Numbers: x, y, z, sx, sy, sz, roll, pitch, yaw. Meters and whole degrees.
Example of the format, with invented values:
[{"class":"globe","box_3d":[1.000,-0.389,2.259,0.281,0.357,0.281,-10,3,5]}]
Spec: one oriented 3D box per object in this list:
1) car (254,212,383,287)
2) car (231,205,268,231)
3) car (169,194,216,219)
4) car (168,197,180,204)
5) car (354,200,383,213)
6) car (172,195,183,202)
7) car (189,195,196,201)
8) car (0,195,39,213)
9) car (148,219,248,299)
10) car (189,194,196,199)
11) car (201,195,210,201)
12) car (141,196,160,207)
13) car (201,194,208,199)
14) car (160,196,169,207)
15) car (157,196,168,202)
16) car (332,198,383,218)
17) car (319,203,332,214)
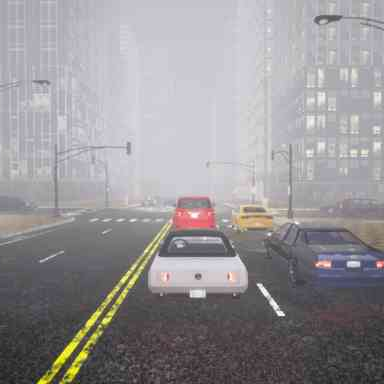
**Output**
[{"class":"car","box_3d":[3.365,1.543,9.411,2.033,1.411,5.357,0,0,0]},{"class":"car","box_3d":[3.373,1.467,19.230,1.882,1.535,5.008,0,0,1]},{"class":"car","box_3d":[0.118,1.211,18.143,2.150,2.045,5.566,0,0,0]},{"class":"car","box_3d":[-3.255,1.551,61.647,1.895,1.301,4.718,0,0,0]},{"class":"car","box_3d":[21.849,1.640,39.098,4.829,1.417,1.752,1,0,1]},{"class":"car","box_3d":[-3.178,1.460,73.173,2.128,1.511,4.902,0,0,0]},{"class":"car","box_3d":[0.082,1.438,82.038,1.812,1.442,4.674,0,0,0]},{"class":"car","box_3d":[-18.180,1.205,33.999,4.553,1.767,2.097,1,1,1]},{"class":"car","box_3d":[0.110,1.597,8.384,1.895,1.301,4.718,0,0,0]},{"class":"car","box_3d":[0.092,1.262,92.040,1.812,1.442,4.674,0,0,0]},{"class":"car","box_3d":[3.332,1.454,81.619,2.033,1.411,5.357,0,0,0]},{"class":"car","box_3d":[-6.544,1.454,50.799,2.128,1.511,4.902,0,0,0]},{"class":"car","box_3d":[3.342,1.262,92.036,1.812,1.442,4.674,0,0,0]},{"class":"car","box_3d":[-3.288,1.526,51.233,1.994,1.385,4.181,0,0,0]},{"class":"car","box_3d":[-6.429,1.489,71.928,1.994,1.385,4.181,0,0,0]},{"class":"car","box_3d":[16.232,1.517,30.817,5.009,1.841,2.192,1,0,1]},{"class":"car","box_3d":[16.557,1.588,36.596,5.008,1.535,1.882,1,1,1]}]
